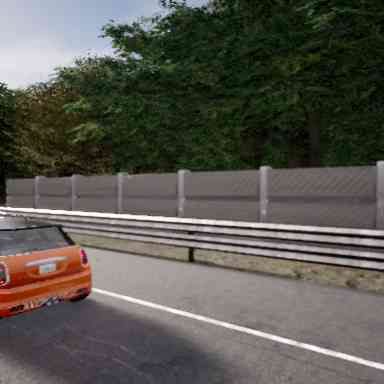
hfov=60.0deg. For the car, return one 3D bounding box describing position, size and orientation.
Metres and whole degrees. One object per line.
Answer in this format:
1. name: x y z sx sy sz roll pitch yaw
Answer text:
1. car: -4.224 1.332 6.999 4.553 1.767 2.097 0 0 36
